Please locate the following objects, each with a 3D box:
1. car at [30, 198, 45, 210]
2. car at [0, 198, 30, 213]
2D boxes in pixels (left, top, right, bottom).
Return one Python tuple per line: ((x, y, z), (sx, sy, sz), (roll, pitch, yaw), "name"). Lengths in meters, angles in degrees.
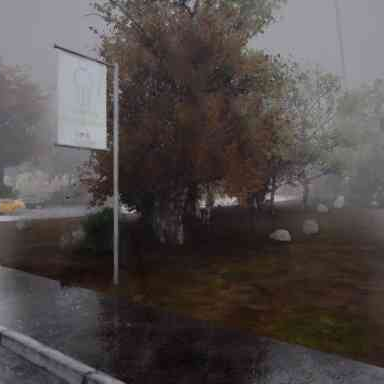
((-20.334, 1.501, 40.079), (1.837, 1.490, 4.892), (0, 0, 39), "car")
((-20.128, 1.476, 34.731), (1.882, 1.535, 5.008), (0, 0, 39), "car")
